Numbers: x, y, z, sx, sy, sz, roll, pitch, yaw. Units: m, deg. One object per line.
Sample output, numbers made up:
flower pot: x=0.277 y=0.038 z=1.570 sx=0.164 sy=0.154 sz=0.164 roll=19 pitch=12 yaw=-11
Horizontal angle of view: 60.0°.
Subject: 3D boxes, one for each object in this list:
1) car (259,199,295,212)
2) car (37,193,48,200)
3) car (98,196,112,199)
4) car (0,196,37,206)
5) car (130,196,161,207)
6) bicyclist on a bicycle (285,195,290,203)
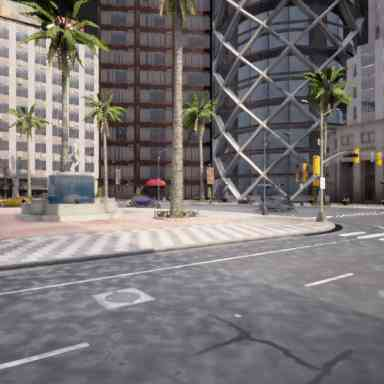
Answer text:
car: x=9.907 y=1.563 z=38.999 sx=1.994 sy=1.385 sz=4.181 roll=0 pitch=0 yaw=-40
car: x=-25.907 y=1.221 z=58.669 sx=5.566 sy=2.045 sz=2.150 roll=0 pitch=0 yaw=-10
car: x=-16.111 y=1.526 z=59.274 sx=4.674 sy=1.442 sz=1.812 roll=0 pitch=0 yaw=2
car: x=-28.771 y=1.478 z=54.451 sx=5.008 sy=1.535 sz=1.882 roll=0 pitch=0 yaw=-14
car: x=-7.090 y=1.353 z=50.847 sx=4.553 sy=1.767 sz=2.097 roll=0 pitch=0 yaw=15
bicyclist on a bicycle: x=15.713 y=1.300 z=54.572 sx=0.582 sy=1.620 sz=1.656 roll=0 pitch=0 yaw=42
